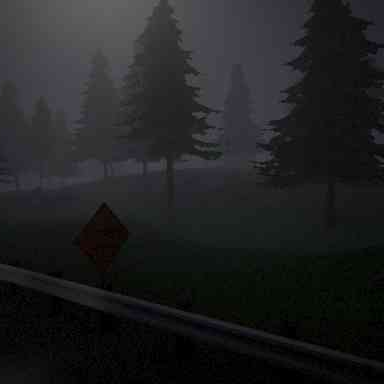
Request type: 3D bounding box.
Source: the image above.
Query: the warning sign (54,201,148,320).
[{"bbox_3d":[-1.645,1.114,6.130,1.060,1.860,1.300,0,0,36],"label":"warning sign"}]
